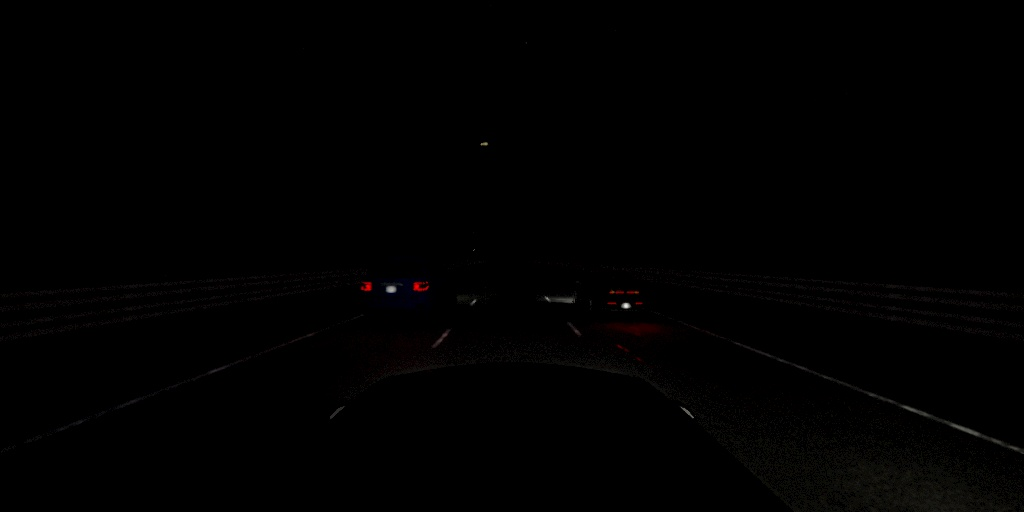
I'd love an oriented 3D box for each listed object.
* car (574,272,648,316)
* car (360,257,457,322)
[{"bbox_3d":[3.603,1.337,13.753,1.837,1.490,4.892,0,0,0],"label":"car"},{"bbox_3d":[-3.397,1.047,12.763,2.150,2.045,5.566,0,0,0],"label":"car"}]
